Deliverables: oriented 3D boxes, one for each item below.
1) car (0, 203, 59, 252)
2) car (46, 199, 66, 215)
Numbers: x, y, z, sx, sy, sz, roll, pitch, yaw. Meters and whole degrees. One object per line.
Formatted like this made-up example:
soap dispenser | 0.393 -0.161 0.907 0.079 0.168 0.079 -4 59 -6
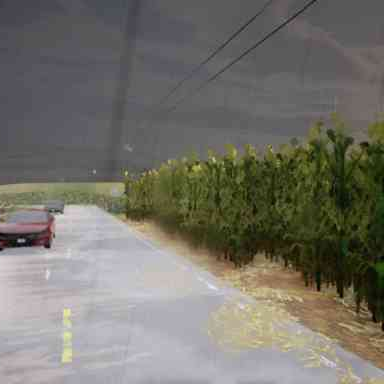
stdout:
car | -6.962 1.477 14.295 1.882 1.535 5.008 0 0 -20
car | -13.838 1.504 33.402 1.837 1.490 4.892 0 0 -20
